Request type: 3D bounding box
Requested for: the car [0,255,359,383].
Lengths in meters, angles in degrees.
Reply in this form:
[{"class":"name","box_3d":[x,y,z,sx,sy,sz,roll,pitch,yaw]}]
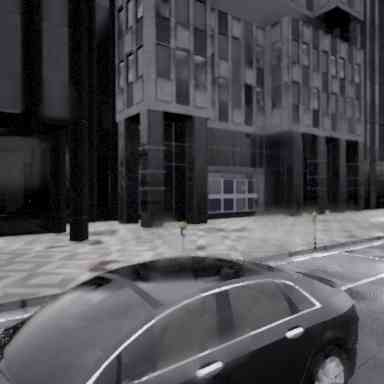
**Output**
[{"class":"car","box_3d":[-0.329,1.490,3.142,4.892,1.490,1.837,-1,0,-35]}]
